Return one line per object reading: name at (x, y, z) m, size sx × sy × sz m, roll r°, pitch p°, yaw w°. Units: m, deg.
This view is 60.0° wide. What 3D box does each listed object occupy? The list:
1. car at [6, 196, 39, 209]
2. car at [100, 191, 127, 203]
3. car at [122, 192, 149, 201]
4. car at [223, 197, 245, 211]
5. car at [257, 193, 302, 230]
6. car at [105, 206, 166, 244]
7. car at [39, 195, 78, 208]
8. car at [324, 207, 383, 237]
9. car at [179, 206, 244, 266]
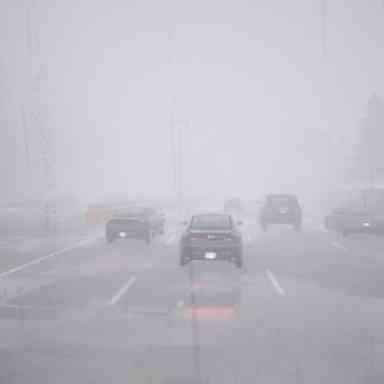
car at (-19.826, 1.215, 39.412) m, size 1.994 × 1.385 × 4.181 m, roll 0°, pitch 0°, yaw 12°
car at (-10.887, 0.850, 47.223) m, size 2.150 × 2.045 × 5.566 m, roll 0°, pitch 0°, yaw 13°
car at (-7.501, 1.152, 46.357) m, size 1.837 × 1.490 × 4.892 m, roll 0°, pitch 0°, yaw 13°
car at (4.322, 1.278, 34.238) m, size 1.837 × 1.490 × 4.892 m, roll 0°, pitch 0°, yaw 12°
car at (5.185, 1.097, 20.148) m, size 2.150 × 2.045 × 5.566 m, roll 0°, pitch 0°, yaw 8°
car at (-2.444, 1.387, 15.300) m, size 1.837 × 1.490 × 4.892 m, roll 0°, pitch 0°, yaw 6°
car at (-15.957, 1.147, 40.787) m, size 2.128 × 1.511 × 4.902 m, roll 0°, pitch 0°, yaw 13°
car at (8.383, 1.469, 17.504) m, size 1.994 × 1.385 × 4.181 m, roll 0°, pitch 0°, yaw 7°
car at (0.678, 1.427, 11.245) m, size 1.837 × 1.490 × 4.892 m, roll 0°, pitch 0°, yaw 4°
